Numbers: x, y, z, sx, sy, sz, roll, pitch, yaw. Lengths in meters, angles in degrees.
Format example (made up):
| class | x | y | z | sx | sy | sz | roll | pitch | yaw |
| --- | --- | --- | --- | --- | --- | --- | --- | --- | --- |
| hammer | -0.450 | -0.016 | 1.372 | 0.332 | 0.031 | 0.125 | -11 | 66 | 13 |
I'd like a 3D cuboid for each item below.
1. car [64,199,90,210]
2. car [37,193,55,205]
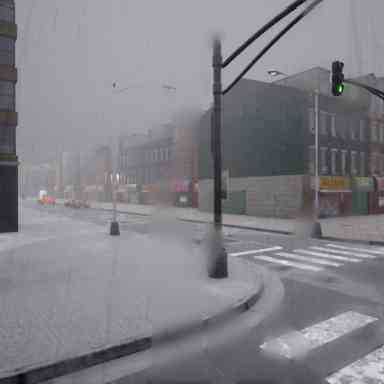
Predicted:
| class | x | y | z | sx | sy | sz | roll | pitch | yaw |
| --- | --- | --- | --- | --- | --- | --- | --- | --- | --- |
| car | -14.126 | 1.464 | 40.605 | 1.895 | 1.301 | 4.718 | 0 | 0 | -36 |
| car | -23.776 | 1.163 | 54.067 | 2.097 | 1.767 | 4.553 | 0 | 0 | -34 |
